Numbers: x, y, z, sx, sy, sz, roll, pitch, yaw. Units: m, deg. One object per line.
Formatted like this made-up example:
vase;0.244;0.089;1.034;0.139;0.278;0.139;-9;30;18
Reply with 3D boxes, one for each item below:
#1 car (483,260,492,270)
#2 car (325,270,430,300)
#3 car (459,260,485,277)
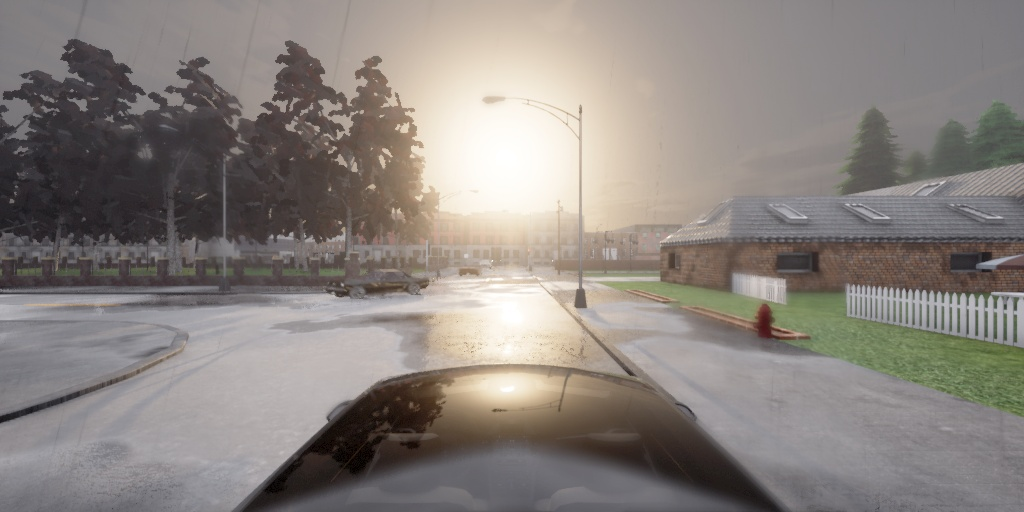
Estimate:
car;-4.006;1.282;53.971;1.812;1.442;4.674;0;0;0
car;-6.522;1.351;17.762;1.895;1.301;4.718;0;0;42
car;-4.101;1.350;35.669;1.895;1.301;4.718;0;0;0
